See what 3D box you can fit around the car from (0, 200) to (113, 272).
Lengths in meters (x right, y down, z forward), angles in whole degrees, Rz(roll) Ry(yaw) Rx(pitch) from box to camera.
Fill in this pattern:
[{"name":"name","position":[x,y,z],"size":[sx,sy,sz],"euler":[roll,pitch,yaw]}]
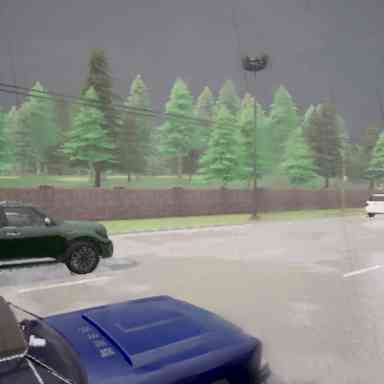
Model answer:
[{"name":"car","position":[-4.958,1.221,8.809],"size":[5.566,2.045,2.150],"euler":[0,0,-35]}]

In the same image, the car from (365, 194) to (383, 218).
[{"name":"car","position":[17.369,1.229,29.029],"size":[5.566,2.045,2.150],"euler":[0,0,-35]}]

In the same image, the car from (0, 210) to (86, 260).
[{"name":"car","position":[-6.556,1.504,11.967],"size":[4.892,1.490,1.837],"euler":[0,0,-35]}]

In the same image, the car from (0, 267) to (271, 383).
[{"name":"car","position":[-1.578,1.601,2.621],"size":[4.718,1.301,1.895],"euler":[0,0,-35]}]
